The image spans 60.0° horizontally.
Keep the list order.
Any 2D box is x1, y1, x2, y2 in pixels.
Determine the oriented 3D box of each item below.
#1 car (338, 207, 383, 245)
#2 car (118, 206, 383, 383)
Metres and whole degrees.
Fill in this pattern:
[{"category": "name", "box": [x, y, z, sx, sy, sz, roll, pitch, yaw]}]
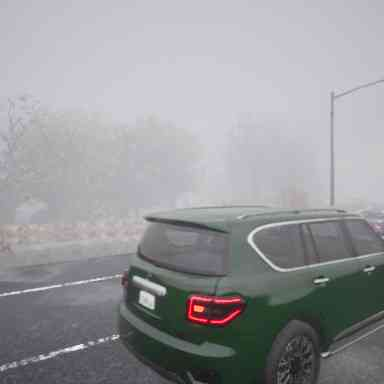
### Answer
[{"category": "car", "box": [9.506, 1.607, 16.963, 2.033, 1.411, 5.357, 0, 0, 44]}, {"category": "car", "box": [1.626, 1.239, 5.181, 5.566, 2.045, 2.150, 0, 0, -38]}]
